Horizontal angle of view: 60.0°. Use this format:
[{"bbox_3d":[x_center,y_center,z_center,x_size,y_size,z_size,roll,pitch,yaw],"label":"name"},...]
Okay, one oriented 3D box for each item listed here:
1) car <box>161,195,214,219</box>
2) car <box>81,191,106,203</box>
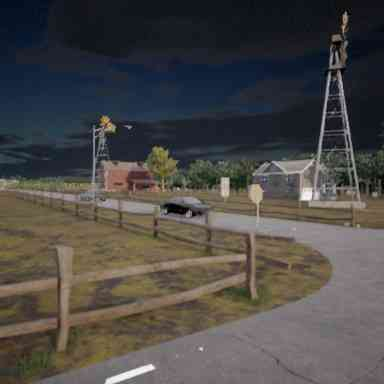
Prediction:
[{"bbox_3d":[-0.406,1.015,24.255,1.882,1.535,5.008,0,1,-36],"label":"car"},{"bbox_3d":[-11.952,0.542,40.241,1.994,1.385,4.181,0,2,-36],"label":"car"}]
